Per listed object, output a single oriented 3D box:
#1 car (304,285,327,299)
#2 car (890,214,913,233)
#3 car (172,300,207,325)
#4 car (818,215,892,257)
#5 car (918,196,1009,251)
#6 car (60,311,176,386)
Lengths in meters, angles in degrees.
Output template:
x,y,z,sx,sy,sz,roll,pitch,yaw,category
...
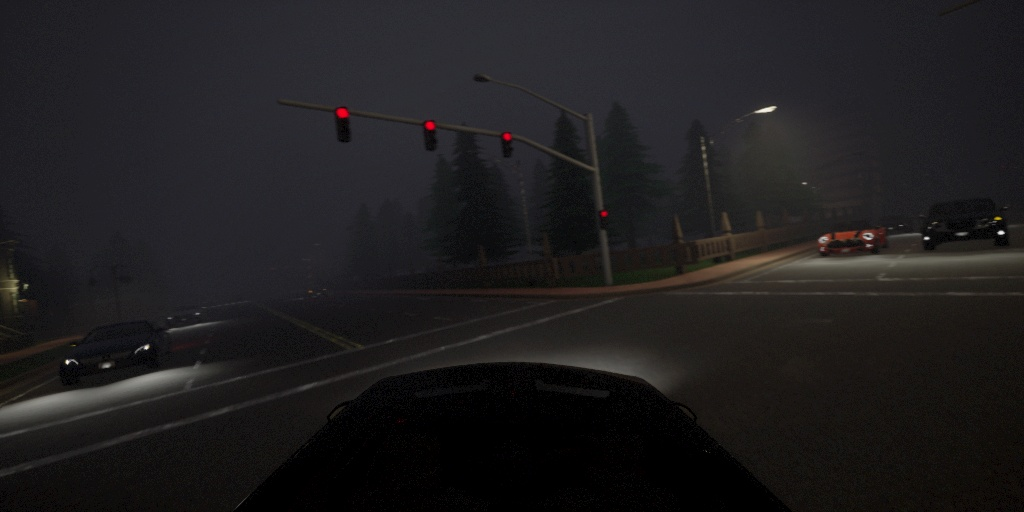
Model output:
x,y,z,sx,sy,sz,roll,pitch,yaw,category
-23.690,4.272,43.028,1.812,1.442,4.674,-7,0,-38,car
30.762,-2.565,28.892,4.892,1.490,1.837,-7,0,-38,car
-24.125,4.310,26.572,1.812,1.442,4.674,-7,0,-38,car
17.240,-1.042,18.154,4.553,1.767,2.097,-7,0,-38,car
19.620,-1.473,15.600,5.566,2.045,2.150,-7,0,-37,car
-12.242,2.808,11.351,1.812,1.442,4.674,-7,0,-38,car
